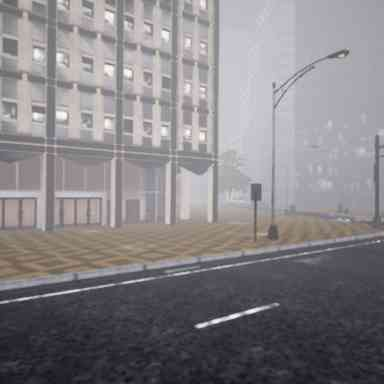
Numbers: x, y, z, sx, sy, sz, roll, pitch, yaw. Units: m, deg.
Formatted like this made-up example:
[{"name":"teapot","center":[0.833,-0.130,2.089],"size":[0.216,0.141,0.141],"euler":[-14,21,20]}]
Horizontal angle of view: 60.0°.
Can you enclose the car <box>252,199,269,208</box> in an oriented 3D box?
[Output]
[{"name":"car","center":[12.908,2.167,63.250],"size":[2.097,1.767,4.553],"euler":[0,-1,-8]}]

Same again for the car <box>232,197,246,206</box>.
[{"name":"car","center":[10.898,2.128,77.945],"size":[2.150,2.045,5.566],"euler":[0,-1,-8]}]
